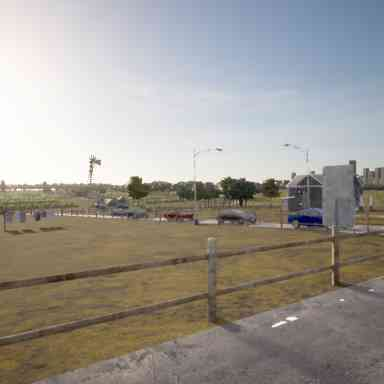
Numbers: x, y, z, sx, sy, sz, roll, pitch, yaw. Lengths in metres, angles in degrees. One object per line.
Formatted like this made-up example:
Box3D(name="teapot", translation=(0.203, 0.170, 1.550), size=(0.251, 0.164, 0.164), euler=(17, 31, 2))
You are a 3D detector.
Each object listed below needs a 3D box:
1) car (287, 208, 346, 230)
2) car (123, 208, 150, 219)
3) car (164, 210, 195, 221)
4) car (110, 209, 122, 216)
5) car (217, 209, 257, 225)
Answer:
Box3D(name="car", translation=(9.753, 2.029, 25.659), size=(1.882, 1.535, 5.008), euler=(0, -2, -36))
Box3D(name="car", translation=(-8.323, 3.178, 50.989), size=(2.097, 1.767, 4.553), euler=(0, -3, -35))
Box3D(name="car", translation=(-1.466, 2.929, 41.340), size=(1.895, 1.301, 4.718), euler=(0, -2, -36))
Box3D(name="car", translation=(-14.348, 4.005, 64.388), size=(1.994, 1.385, 4.181), euler=(0, -2, -36))
Box3D(name="car", translation=(4.354, 2.445, 33.197), size=(1.812, 1.442, 4.674), euler=(0, -2, -35))
